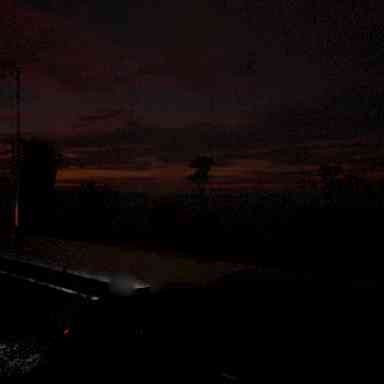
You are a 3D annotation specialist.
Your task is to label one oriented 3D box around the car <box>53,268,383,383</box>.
[{"bbox_3d":[0.592,1.526,3.263,4.674,1.442,1.812,0,0,35],"label":"car"}]
